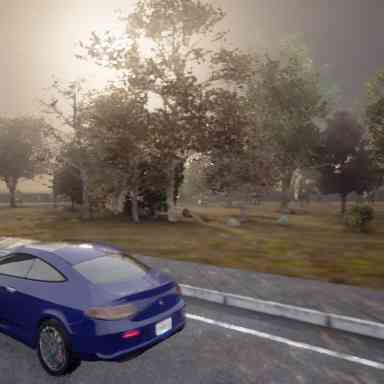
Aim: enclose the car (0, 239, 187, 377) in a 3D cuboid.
[{"bbox_3d":[-2.246,1.525,5.499,4.674,1.442,1.812,0,0,35],"label":"car"}]
